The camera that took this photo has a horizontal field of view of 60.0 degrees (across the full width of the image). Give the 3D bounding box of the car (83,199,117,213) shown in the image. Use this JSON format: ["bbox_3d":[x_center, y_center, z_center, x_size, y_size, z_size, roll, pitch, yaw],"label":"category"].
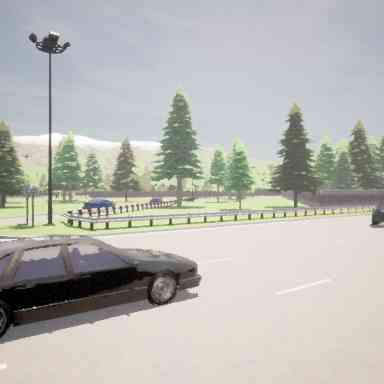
[{"bbox_3d":[-10.103,1.477,36.998,1.882,1.535,5.008,0,0,14],"label":"car"}]

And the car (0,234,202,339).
[{"bbox_3d":[-2.418,1.547,6.318,5.357,1.411,2.033,0,0,-35],"label":"car"}]

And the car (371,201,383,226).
[{"bbox_3d":[14.074,1.352,22.344,4.553,1.767,2.097,0,0,-35],"label":"car"}]

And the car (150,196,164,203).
[{"bbox_3d":[-6.416,1.525,61.464,1.812,1.442,4.674,0,0,5],"label":"car"}]
